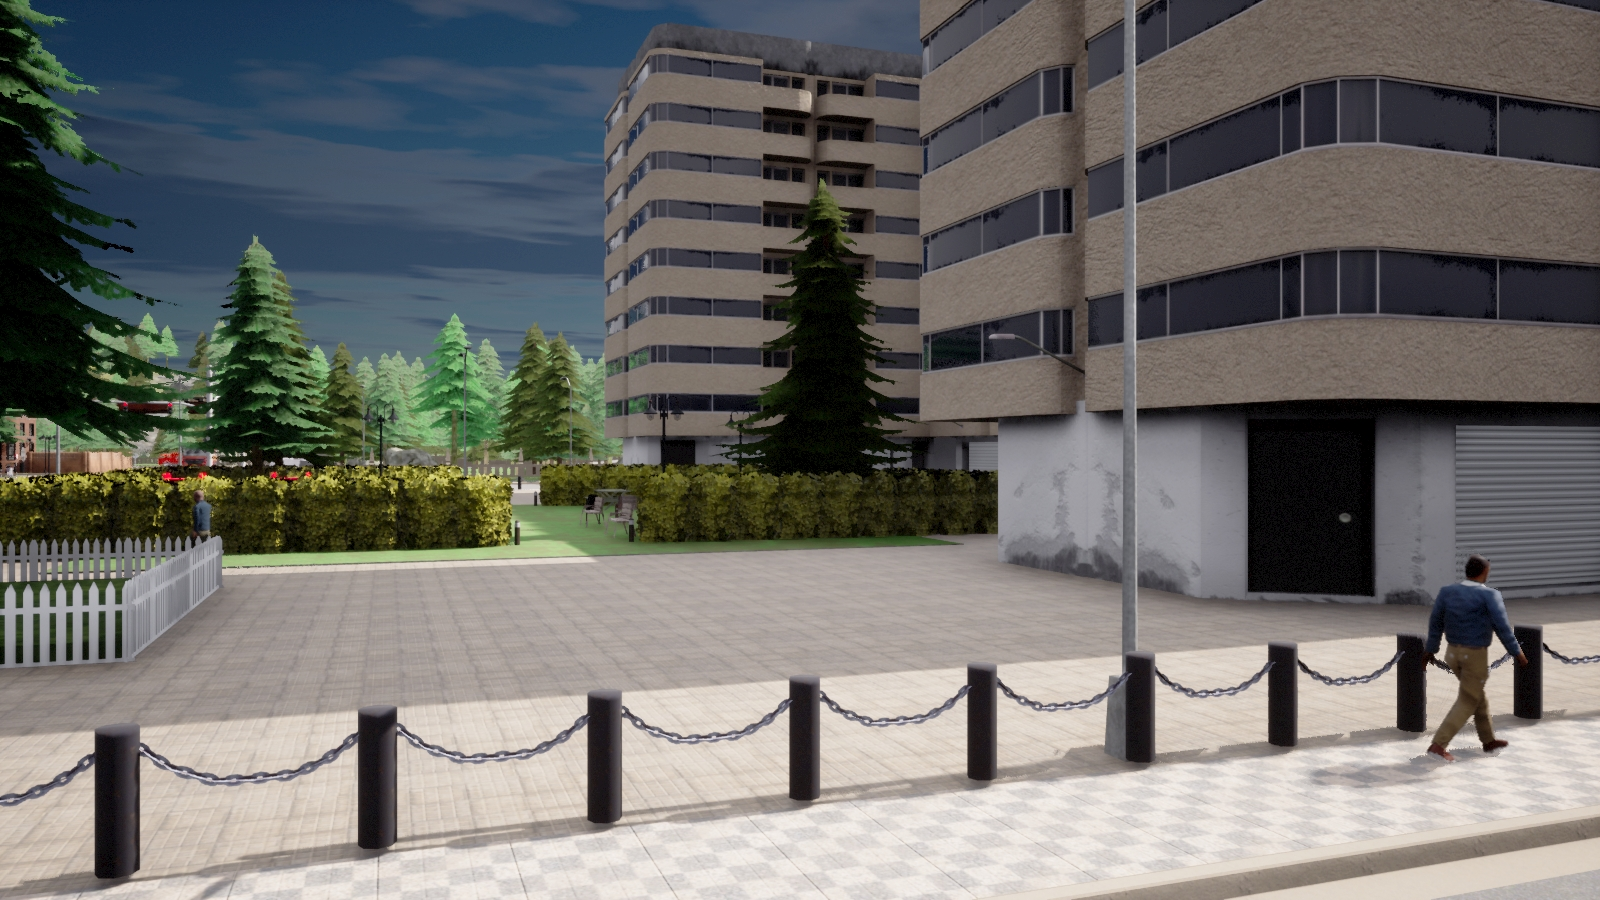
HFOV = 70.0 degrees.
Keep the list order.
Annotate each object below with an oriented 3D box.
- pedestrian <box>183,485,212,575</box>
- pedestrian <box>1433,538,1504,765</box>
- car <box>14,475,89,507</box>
[{"bbox_3d":[-12.744,1.687,24.175,0.375,1.860,0.375,0,0,15],"label":"pedestrian"},{"bbox_3d":[5.714,1.699,9.769,0.375,1.860,0.375,0,0,-21],"label":"pedestrian"},{"bbox_3d":[-38.243,2.063,58.523,2.163,1.488,4.792,0,0,-20],"label":"car"}]
